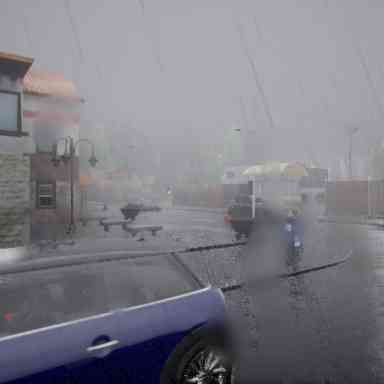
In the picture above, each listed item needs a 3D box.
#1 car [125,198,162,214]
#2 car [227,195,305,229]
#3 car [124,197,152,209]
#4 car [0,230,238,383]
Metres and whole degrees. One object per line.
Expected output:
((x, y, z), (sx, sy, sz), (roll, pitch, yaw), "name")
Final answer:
((-5.347, 1.548, 36.491), (2.033, 1.411, 5.357), (0, 0, -35), "car")
((4.745, 1.219, 22.264), (2.150, 2.045, 5.566), (0, 0, -35), "car")
((-7.681, 1.526, 46.781), (1.812, 1.442, 4.674), (0, 0, -39), "car")
((-1.758, 1.352, 3.293), (4.553, 1.767, 2.097), (0, 0, -35), "car")
